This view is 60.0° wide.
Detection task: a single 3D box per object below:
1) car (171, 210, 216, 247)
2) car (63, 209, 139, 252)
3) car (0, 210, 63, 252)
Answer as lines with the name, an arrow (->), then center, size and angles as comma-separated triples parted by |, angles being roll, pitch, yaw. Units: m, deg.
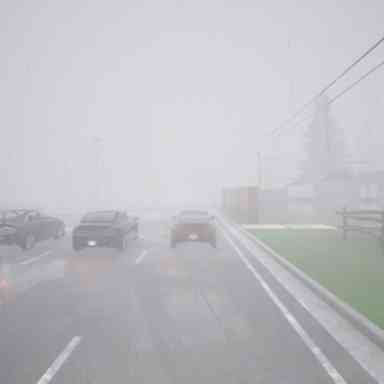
car -> 0.070, 1.505, 14.763 | 1.812, 1.442, 4.674 | 0, 0, 0
car -> -3.433, 1.487, 13.884 | 1.837, 1.490, 4.892 | 0, 1, 0
car -> -6.934, 1.472, 13.822 | 2.128, 1.511, 4.902 | 0, 0, 0
